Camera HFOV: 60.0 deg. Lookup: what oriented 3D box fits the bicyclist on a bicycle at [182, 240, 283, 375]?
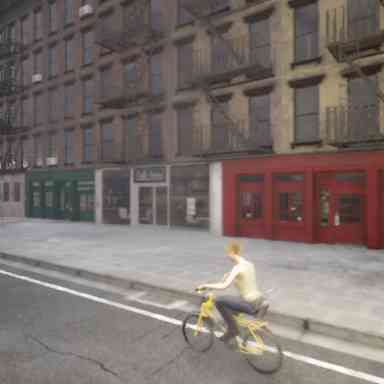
[{"bbox_3d":[0.473,1.437,4.369,1.509,1.612,0.866,0,0,35],"label":"bicyclist on a bicycle"}]
